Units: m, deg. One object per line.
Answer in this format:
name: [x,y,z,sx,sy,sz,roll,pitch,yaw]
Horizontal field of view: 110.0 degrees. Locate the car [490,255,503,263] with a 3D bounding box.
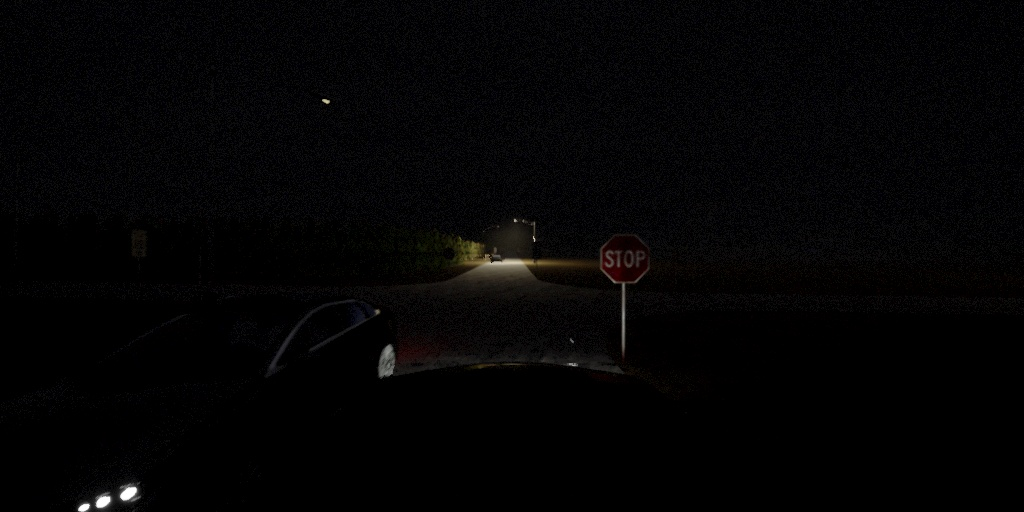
car: [-2.655,0.487,62.234,1.994,1.385,4.181,0,1,0]

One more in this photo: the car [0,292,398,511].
car: [-2.747,1.223,3.911,2.128,1.511,4.902,0,1,0]
